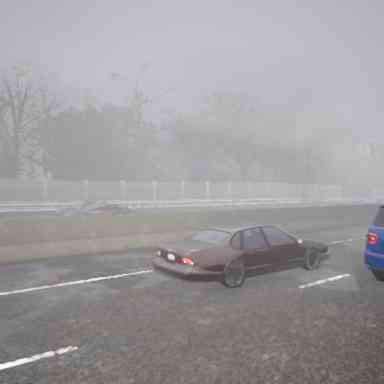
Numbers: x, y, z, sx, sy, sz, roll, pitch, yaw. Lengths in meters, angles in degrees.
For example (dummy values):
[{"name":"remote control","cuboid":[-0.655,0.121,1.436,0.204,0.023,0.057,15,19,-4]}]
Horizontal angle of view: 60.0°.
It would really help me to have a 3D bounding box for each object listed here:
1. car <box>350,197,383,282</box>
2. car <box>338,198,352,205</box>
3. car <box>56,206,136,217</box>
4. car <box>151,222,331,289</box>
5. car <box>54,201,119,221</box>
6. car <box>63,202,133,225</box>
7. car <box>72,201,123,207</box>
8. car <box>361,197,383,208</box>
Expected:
[{"name":"car","cuboid":[6.611,1.226,8.470,5.566,2.045,2.150,0,0,-35]},{"name":"car","cuboid":[24.987,1.592,51.855,5.357,1.411,2.033,0,0,-35]},{"name":"car","cuboid":[-4.935,1.604,17.673,4.718,1.301,1.895,0,0,-36]},{"name":"car","cuboid":[1.560,1.551,9.161,5.357,1.411,2.033,0,0,-36]},{"name":"car","cuboid":[-8.763,1.510,27.833,4.892,1.490,1.837,0,0,-36]},{"name":"car","cuboid":[-6.966,1.531,24.821,4.674,1.442,1.812,0,0,-35]},{"name":"car","cuboid":[-5.870,1.509,21.304,4.892,1.490,1.837,0,0,-36]},{"name":"car","cuboid":[27.183,1.523,49.131,5.008,1.535,1.882,0,0,-35]}]
